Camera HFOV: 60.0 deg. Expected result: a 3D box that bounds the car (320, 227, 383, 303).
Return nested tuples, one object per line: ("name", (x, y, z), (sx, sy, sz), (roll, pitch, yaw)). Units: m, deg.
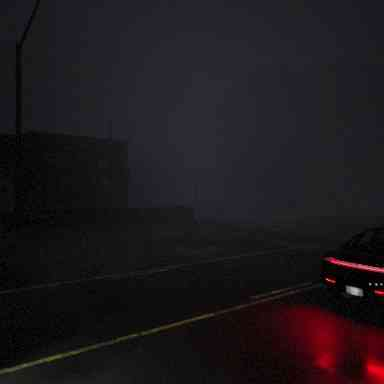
("car", (4.766, 1.492, 7.136), (4.902, 1.511, 2.128), (0, 0, -36))
